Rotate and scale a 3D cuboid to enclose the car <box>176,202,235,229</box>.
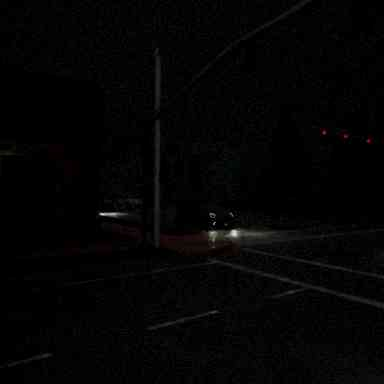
[{"bbox_3d":[0.855,1.469,22.571,2.097,1.767,4.553,1,0,-35],"label":"car"}]

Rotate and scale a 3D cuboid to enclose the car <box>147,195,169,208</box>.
[{"bbox_3d":[-5.665,1.426,50.383,2.150,2.045,5.566,1,0,-35],"label":"car"}]

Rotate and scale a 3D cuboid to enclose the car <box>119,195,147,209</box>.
[{"bbox_3d":[-9.332,1.395,49.544,2.150,2.045,5.566,1,0,-35],"label":"car"}]

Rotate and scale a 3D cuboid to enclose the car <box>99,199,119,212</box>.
[{"bbox_3d":[-10.710,1.674,39.246,1.994,1.385,4.181,1,0,-35],"label":"car"}]
